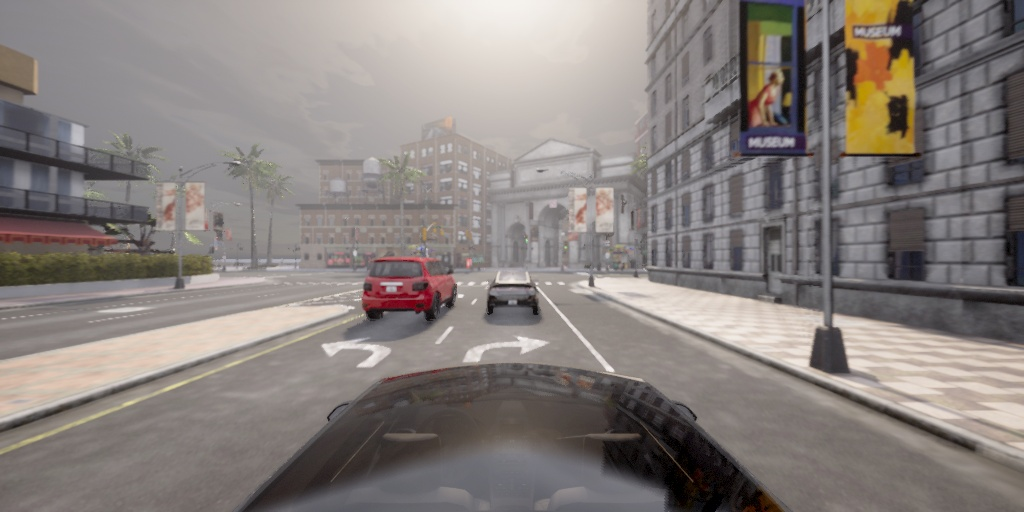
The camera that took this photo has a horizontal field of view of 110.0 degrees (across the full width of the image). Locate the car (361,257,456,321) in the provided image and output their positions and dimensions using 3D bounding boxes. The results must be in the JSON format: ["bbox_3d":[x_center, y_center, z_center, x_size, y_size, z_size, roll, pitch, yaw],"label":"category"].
[{"bbox_3d":[-3.469,1.061,13.073,2.150,2.045,5.566,0,0,1],"label":"car"}]

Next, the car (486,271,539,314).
[{"bbox_3d":[0.045,1.338,14.231,2.128,1.511,4.902,0,0,1],"label":"car"}]
